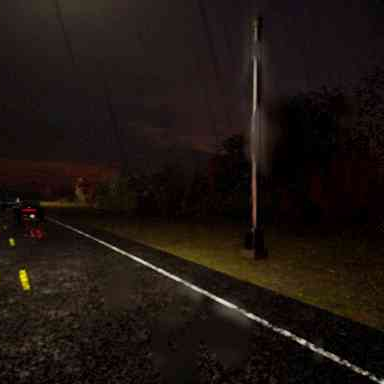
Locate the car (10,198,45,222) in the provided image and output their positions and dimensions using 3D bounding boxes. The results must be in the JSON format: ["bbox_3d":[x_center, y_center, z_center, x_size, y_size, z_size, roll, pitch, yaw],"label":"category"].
[{"bbox_3d":[-12.838,1.479,26.125,1.837,1.490,4.892,1,0,-32],"label":"car"}]

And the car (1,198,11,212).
[{"bbox_3d":[-20.661,1.419,38.114,2.128,1.511,4.902,1,-1,-34],"label":"car"}]
